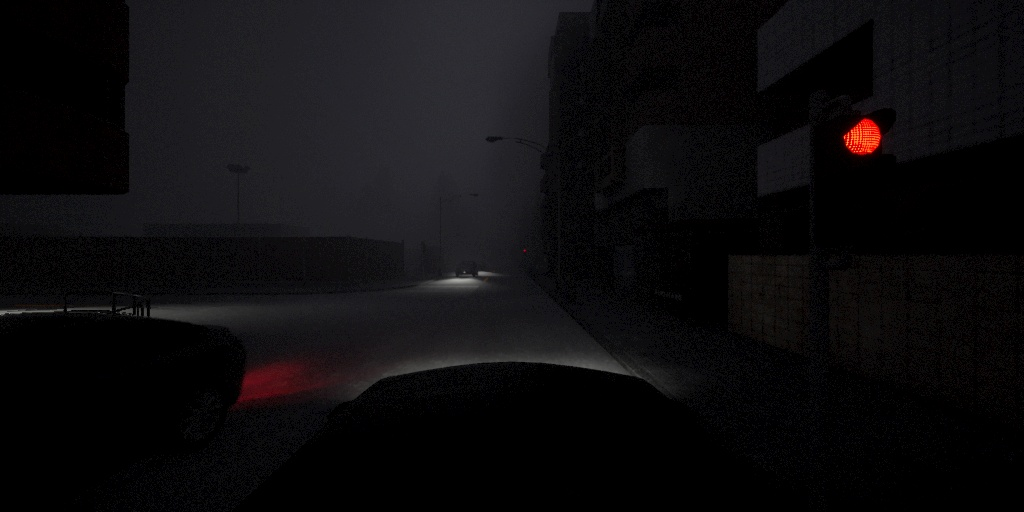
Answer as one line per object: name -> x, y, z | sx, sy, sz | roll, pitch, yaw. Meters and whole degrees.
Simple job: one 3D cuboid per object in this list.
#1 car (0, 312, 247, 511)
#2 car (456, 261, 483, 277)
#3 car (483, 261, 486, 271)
car -> -4.105, 1.255, 2.325 | 1.837, 1.490, 4.892 | 0, 0, -1
car -> -4.419, 1.241, 35.679 | 2.128, 1.511, 4.902 | 0, 0, 0
car -> -4.491, 1.351, 47.954 | 1.895, 1.301, 4.718 | 0, 0, 0
